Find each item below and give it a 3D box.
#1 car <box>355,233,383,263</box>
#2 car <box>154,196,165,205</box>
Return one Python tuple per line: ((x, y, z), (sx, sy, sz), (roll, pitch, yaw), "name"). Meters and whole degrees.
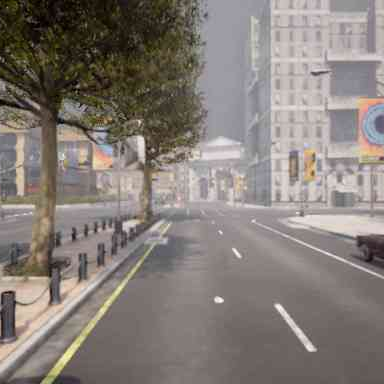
((6.753, 1.704, 9.789), (1.895, 1.301, 4.718), (0, -1, 0), "car")
((-7.973, 2.113, 81.658), (2.150, 2.045, 5.566), (0, -1, 0), "car")
